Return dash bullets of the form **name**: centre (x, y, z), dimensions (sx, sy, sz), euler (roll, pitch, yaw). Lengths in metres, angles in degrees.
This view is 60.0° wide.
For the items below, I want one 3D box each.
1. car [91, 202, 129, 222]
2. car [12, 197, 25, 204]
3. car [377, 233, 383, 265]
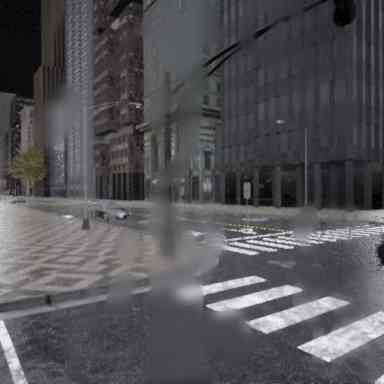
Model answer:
- **car**: centre (-6.843, 1.593, 27.489), dimensions (2.128, 1.511, 4.902), euler (-1, 1, -36)
- **car**: centre (-34.545, 1.723, 66.219), dimensions (1.994, 1.385, 4.181), euler (-1, 0, -36)
- **car**: centre (7.145, 1.573, 7.944), dimensions (1.837, 1.490, 4.892), euler (-1, 1, -36)
